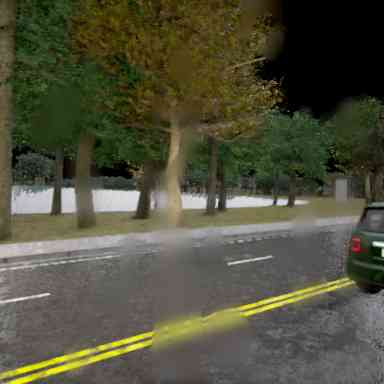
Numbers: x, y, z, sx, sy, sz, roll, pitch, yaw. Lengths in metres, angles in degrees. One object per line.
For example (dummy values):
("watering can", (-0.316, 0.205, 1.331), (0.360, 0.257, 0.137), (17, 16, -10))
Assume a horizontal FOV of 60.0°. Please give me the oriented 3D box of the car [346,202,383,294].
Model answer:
("car", (5.765, 1.214, 7.549), (5.566, 2.045, 2.150), (0, 0, -36))
